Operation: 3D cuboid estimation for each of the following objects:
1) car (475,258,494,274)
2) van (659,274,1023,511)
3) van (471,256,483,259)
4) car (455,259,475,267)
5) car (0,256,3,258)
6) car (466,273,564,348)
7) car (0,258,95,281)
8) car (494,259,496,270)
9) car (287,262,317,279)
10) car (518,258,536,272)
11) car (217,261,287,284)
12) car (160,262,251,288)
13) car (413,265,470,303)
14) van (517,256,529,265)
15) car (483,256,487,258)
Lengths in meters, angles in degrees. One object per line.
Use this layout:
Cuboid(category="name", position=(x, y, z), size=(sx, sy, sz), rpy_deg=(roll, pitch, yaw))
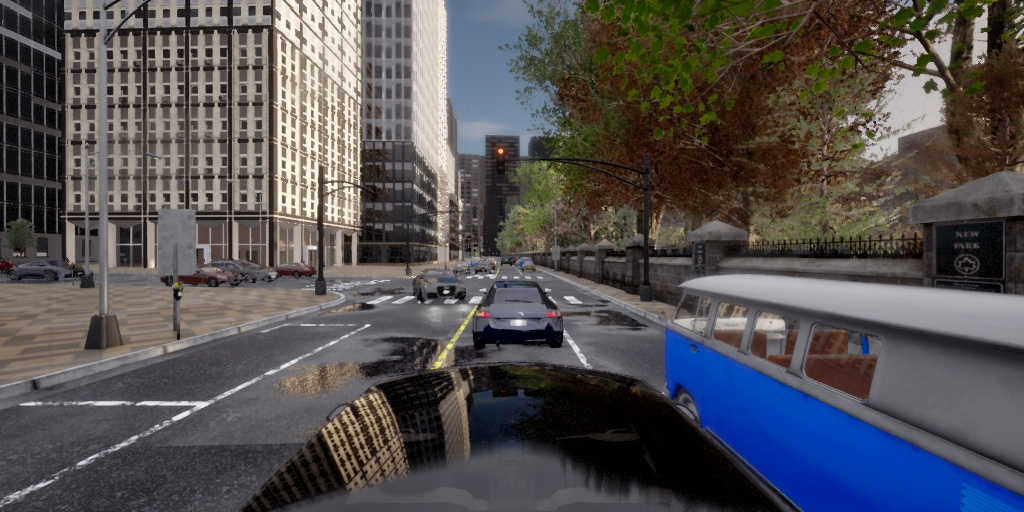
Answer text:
Cuboid(category="car", position=(-3.229, 1.242, 40.878), size=(1.837, 1.490, 4.892), rpy_deg=(0, 0, -3))
Cuboid(category="van", position=(2.567, 1.091, 2.639), size=(1.690, 1.789, 3.998), rpy_deg=(0, 0, 0))
Cuboid(category="van", position=(-6.330, 1.063, 62.479), size=(1.690, 1.789, 3.998), rpy_deg=(0, 0, -2))
Cuboid(category="car", position=(-5.644, 1.288, 40.304), size=(2.007, 1.370, 4.403), rpy_deg=(0, 0, -1))
Cuboid(category="car", position=(-45.544, 0.676, 30.519), size=(4.097, 1.591, 1.967), rpy_deg=(0, 0, 1))
Cuboid(category="car", position=(0.098, 1.313, 9.218), size=(1.994, 1.385, 4.181), rpy_deg=(0, 0, -1))
Cuboid(category="car", position=(-31.119, 0.978, 24.314), size=(4.181, 1.385, 1.994), rpy_deg=(1, 0, 3))
Cuboid(category="car", position=(-3.415, 1.295, 50.858), size=(1.994, 1.385, 4.181), rpy_deg=(0, 0, -2))
Cuboid(category="car", position=(-18.094, 1.127, 29.097), size=(4.207, 1.307, 1.802), rpy_deg=(0, 0, 4))
Cuboid(category="car", position=(2.116, 1.260, 46.357), size=(1.751, 1.417, 4.829), rpy_deg=(0, 0, -1))
Cuboid(category="car", position=(-17.989, 1.054, 23.511), size=(4.902, 1.511, 2.128), rpy_deg=(1, 0, 4))
Cuboid(category="car", position=(-18.158, 1.149, 20.984), size=(4.207, 1.307, 1.802), rpy_deg=(0, 0, 4))
Cuboid(category="car", position=(-3.461, 1.297, 16.780), size=(1.994, 1.385, 4.181), rpy_deg=(0, 0, -22))
Cuboid(category="van", position=(1.992, 1.071, 51.730), size=(1.690, 1.789, 3.998), rpy_deg=(0, 0, -1))
Cuboid(category="car", position=(-3.666, 1.201, 61.282), size=(1.882, 1.535, 5.008), rpy_deg=(0, 0, -1))
